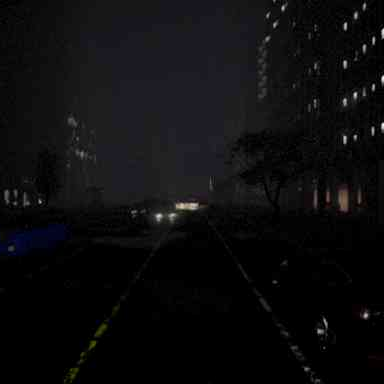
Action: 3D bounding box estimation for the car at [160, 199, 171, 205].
[{"bbox_3d":[-5.735,2.181,73.364,2.008,1.369,4.403,-1,-1,0],"label":"car"}]

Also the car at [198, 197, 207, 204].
[{"bbox_3d":[2.638,2.177,84.619,1.967,1.590,4.097,-1,-1,0],"label":"car"}]

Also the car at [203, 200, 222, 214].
[{"bbox_3d":[2.662,1.907,39.619,1.802,1.307,4.206,-1,-1,0],"label":"car"}]

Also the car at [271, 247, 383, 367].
[{"bbox_3d":[2.677,1.612,5.870,1.947,1.339,4.313,-1,0,0],"label":"car"}]

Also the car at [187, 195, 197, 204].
[{"bbox_3d":[-0.040,1.810,83.501,2.150,2.045,5.566,0,-1,0],"label":"car"}]

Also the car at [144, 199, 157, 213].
[{"bbox_3d":[-5.719,1.871,39.615,1.887,1.381,4.507,-1,0,0],"label":"car"}]

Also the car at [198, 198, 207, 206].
[{"bbox_3d":[2.323,2.082,65.494,1.812,1.442,4.674,0,-1,0],"label":"car"}]

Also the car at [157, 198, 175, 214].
[{"bbox_3d":[-3.109,1.813,40.750,1.882,1.535,5.008,0,-1,0],"label":"car"}]

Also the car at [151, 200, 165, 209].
[{"bbox_3d":[-5.727,2.020,56.489,1.887,1.381,4.507,-1,-1,0],"label":"car"}]

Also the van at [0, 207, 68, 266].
[{"bbox_3d":[-5.709,1.432,11.493,1.690,1.788,3.998,-1,0,0],"label":"van"}]

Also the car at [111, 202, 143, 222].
[{"bbox_3d":[-5.714,1.780,28.365,2.008,1.369,4.403,-1,0,0],"label":"car"}]

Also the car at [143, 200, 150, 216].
[{"bbox_3d":[-5.717,1.801,33.821,1.752,1.417,4.829,-1,0,0],"label":"car"}]
